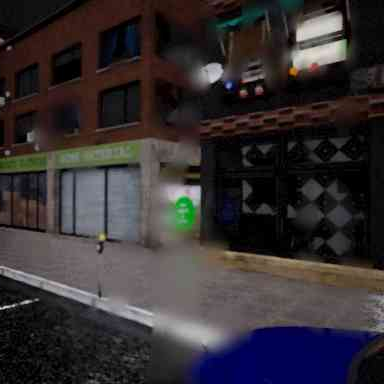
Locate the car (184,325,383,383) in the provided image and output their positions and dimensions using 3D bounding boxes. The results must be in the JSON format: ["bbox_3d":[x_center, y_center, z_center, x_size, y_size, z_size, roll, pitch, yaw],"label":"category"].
[{"bbox_3d":[2.009,1.559,1.902,4.674,1.442,1.812,0,0,38],"label":"car"}]
